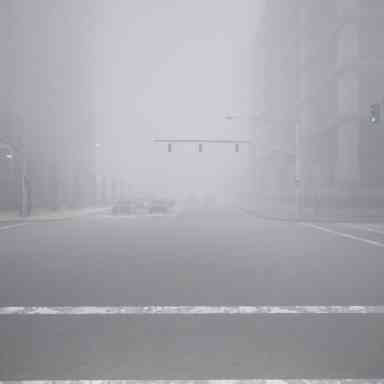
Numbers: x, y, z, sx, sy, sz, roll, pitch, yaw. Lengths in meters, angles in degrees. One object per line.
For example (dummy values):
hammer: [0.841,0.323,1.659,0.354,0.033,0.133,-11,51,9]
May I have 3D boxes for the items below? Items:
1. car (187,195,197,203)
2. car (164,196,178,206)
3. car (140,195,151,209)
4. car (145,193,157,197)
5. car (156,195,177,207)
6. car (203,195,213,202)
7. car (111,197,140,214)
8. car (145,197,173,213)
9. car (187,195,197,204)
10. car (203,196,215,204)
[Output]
car: [0.011,1.508,73.696,2.128,1.511,4.902,0,0,0]
car: [-3.574,1.490,57.317,2.128,1.511,4.902,0,0,0]
car: [-7.091,1.505,44.317,1.837,1.490,4.892,0,0,0]
car: [-7.079,1.222,56.983,2.150,2.045,5.566,0,0,0]
car: [-3.592,1.477,46.728,1.882,1.535,5.008,0,0,0]
car: [3.511,1.507,73.695,1.812,1.442,4.674,0,0,0]
car: [-7.095,1.505,34.913,1.837,1.490,4.892,0,0,0]
car: [-3.595,1.547,37.082,2.033,1.411,5.357,0,0,0]
car: [0.009,1.491,64.309,2.128,1.511,4.902,0,0,0]
car: [3.510,1.491,64.620,2.128,1.511,4.902,0,0,0]
